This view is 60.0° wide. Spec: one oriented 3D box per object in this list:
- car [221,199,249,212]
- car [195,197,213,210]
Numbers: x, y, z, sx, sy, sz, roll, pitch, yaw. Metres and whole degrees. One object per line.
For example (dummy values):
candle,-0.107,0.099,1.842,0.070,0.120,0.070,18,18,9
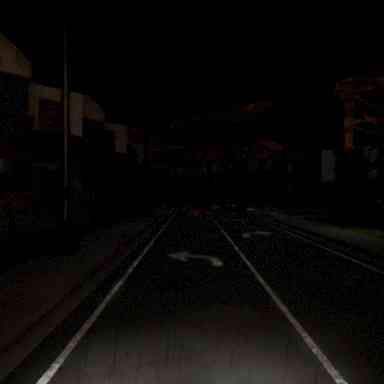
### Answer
car,4.990,1.475,38.564,2.033,1.411,5.357,0,0,26
car,1.487,1.415,41.537,2.128,1.511,4.902,0,0,7
